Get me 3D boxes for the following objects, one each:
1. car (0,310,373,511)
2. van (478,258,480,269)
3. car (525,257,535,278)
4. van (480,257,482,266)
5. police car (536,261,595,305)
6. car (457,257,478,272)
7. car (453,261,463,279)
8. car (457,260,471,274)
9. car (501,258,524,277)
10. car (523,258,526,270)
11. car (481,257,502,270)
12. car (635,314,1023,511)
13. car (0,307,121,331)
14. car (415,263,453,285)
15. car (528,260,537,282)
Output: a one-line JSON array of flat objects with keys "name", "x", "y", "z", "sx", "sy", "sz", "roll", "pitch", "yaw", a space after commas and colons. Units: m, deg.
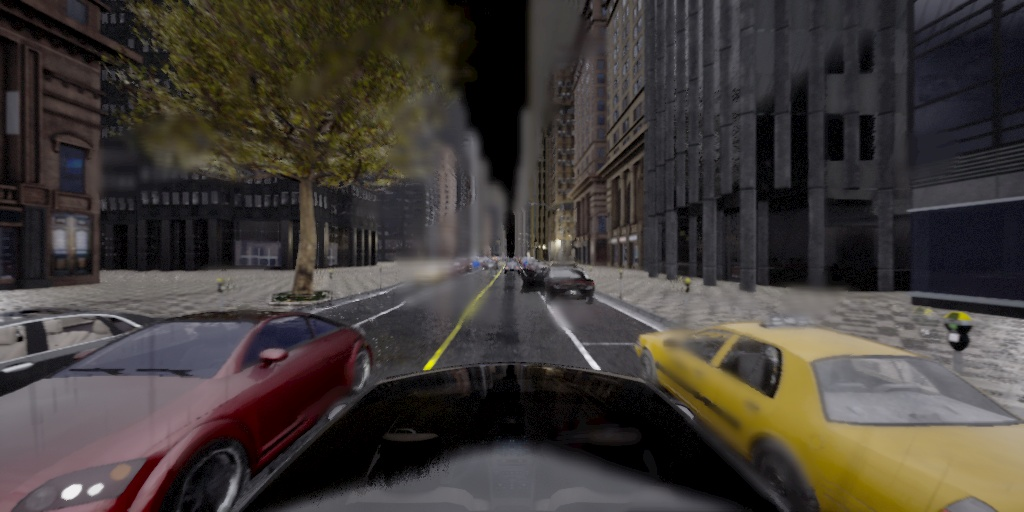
[{"name": "car", "x": -3.101, "y": 1.314, "z": 3.766, "sx": 1.994, "sy": 1.385, "sz": 4.181, "roll": 0, "pitch": 0, "yaw": 0}, {"name": "van", "x": -5.775, "y": 1.106, "z": 49.085, "sx": 1.690, "sy": 1.789, "sz": 3.998, "roll": 0, "pitch": 0, "yaw": 0}, {"name": "car", "x": 2.753, "y": 1.200, "z": 37.740, "sx": 1.967, "sy": 1.591, "sz": 4.097, "roll": 0, "pitch": 0, "yaw": 0}, {"name": "van", "x": -5.776, "y": 1.109, "z": 54.762, "sx": 1.690, "sy": 1.789, "sz": 3.998, "roll": 0, "pitch": 0, "yaw": 0}, {"name": "police car", "x": 2.363, "y": 1.177, "z": 16.197, "sx": 1.930, "sy": 1.638, "sz": 5.238, "roll": 0, "pitch": 0, "yaw": 0}, {"name": "car", "x": -5.773, "y": 1.077, "z": 43.407, "sx": 2.192, "sy": 1.841, "sz": 5.009, "roll": 0, "pitch": 0, "yaw": 0}, {"name": "car", "x": -5.771, "y": 1.340, "z": 32.053, "sx": 1.802, "sy": 1.307, "sz": 4.207, "roll": 0, "pitch": 0, "yaw": 0}, {"name": "car", "x": -5.772, "y": 1.342, "z": 37.730, "sx": 1.802, "sy": 1.307, "sz": 4.207, "roll": 0, "pitch": 0, "yaw": 0}, {"name": "car", "x": 0.046, "y": 1.309, "z": 41.971, "sx": 2.033, "sy": 1.411, "sz": 5.357, "roll": 0, "pitch": 0, "yaw": 0}, {"name": "car", "x": 2.750, "y": 1.316, "z": 49.096, "sx": 2.007, "sy": 1.370, "sz": 4.403, "roll": 0, "pitch": 0, "yaw": 0}, {"name": "car", "x": -3.024, "y": 1.260, "z": 53.296, "sx": 2.128, "sy": 1.511, "sz": 4.902, "roll": 0, "pitch": 0, "yaw": 0}, {"name": "car", "x": 2.762, "y": 1.276, "z": 3.846, "sx": 1.751, "sy": 1.417, "sz": 4.829, "roll": 0, "pitch": 0, "yaw": 0}, {"name": "car", "x": -5.763, "y": 1.301, "z": 3.666, "sx": 2.007, "sy": 1.370, "sz": 4.403, "roll": 0, "pitch": 0, "yaw": 0}, {"name": "car", "x": -5.769, "y": 1.281, "z": 26.205, "sx": 1.751, "sy": 1.417, "sz": 4.829, "roll": 0, "pitch": 0, "yaw": 0}, {"name": "car", "x": 2.755, "y": 1.308, "z": 32.063, "sx": 2.007, "sy": 1.370, "sz": 4.403, "roll": 0, "pitch": 0, "yaw": 0}]
